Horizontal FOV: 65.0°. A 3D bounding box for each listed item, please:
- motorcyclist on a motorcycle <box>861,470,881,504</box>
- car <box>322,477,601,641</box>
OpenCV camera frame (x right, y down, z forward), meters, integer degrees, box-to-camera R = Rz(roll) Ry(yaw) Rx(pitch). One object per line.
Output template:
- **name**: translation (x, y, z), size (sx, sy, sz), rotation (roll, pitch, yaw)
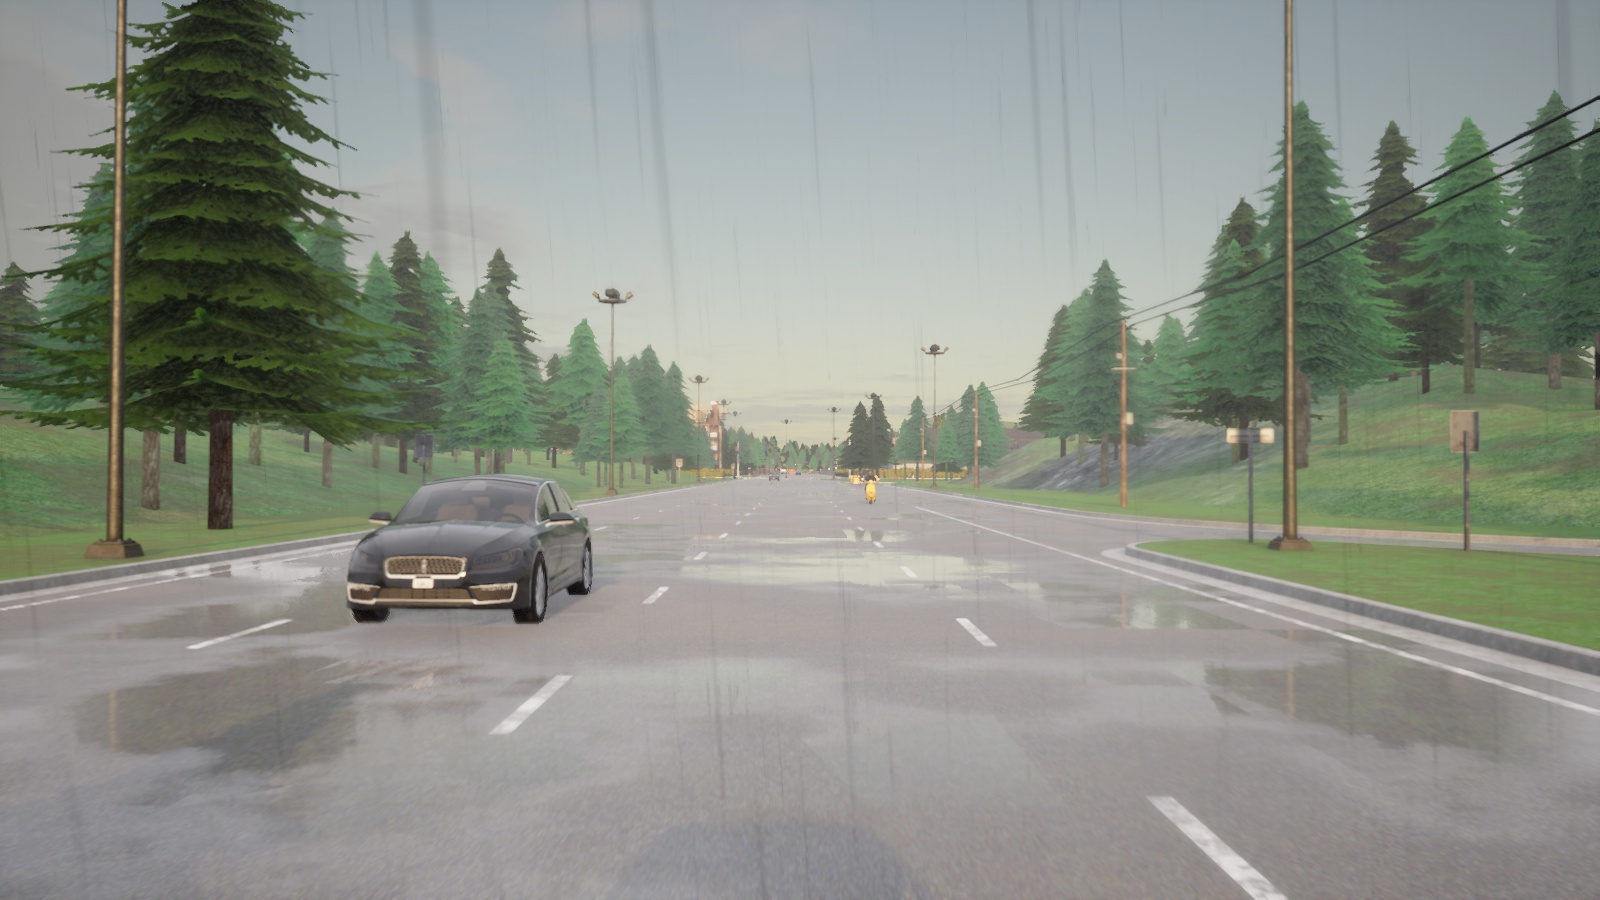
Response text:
- **motorcyclist on a motorcycle**: translation (3.355, 1.751, 59.528), size (0.866, 1.590, 1.817), rotation (0, -1, 0)
- **car**: translation (-3.534, 1.070, 14.132), size (1.837, 1.490, 4.892), rotation (0, -1, 0)
